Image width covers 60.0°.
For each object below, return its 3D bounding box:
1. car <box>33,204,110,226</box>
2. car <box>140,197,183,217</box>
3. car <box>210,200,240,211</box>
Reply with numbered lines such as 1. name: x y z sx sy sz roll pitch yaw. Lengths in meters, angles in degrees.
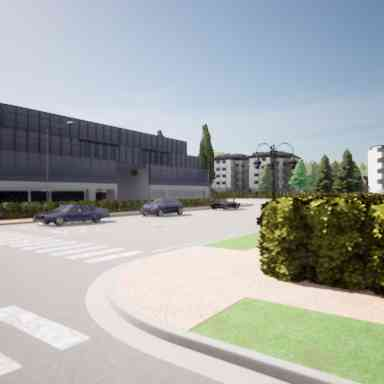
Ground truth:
1. car: -8.505 1.560 24.029 2.033 1.411 5.357 0 0 37
2. car: -2.862 1.365 31.912 2.097 1.767 4.553 0 0 35
3. car: 4.228 1.613 41.923 1.895 1.301 4.718 0 0 35
